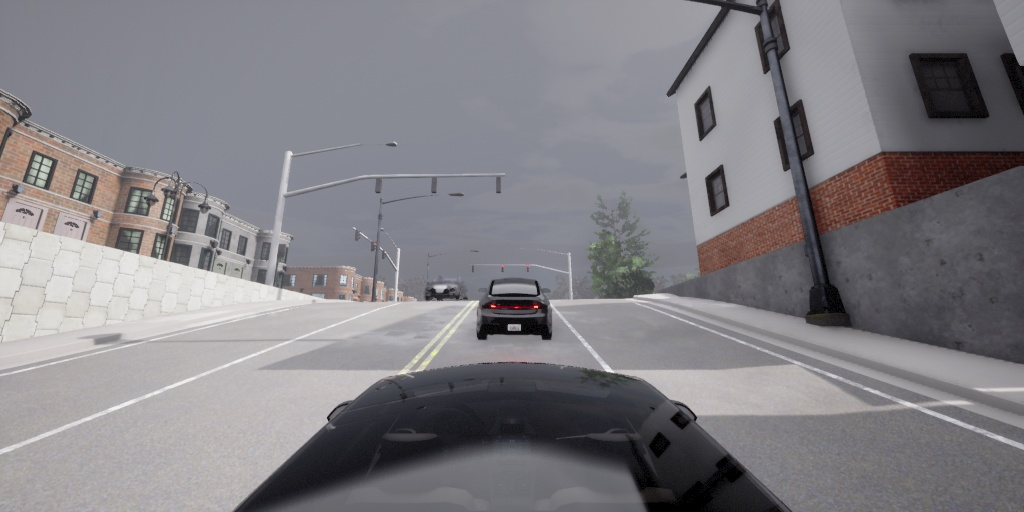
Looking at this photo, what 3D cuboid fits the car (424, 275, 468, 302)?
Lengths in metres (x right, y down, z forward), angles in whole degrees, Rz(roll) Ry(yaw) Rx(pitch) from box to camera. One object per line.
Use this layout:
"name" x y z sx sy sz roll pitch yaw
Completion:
"car" -3.636 1.840 20.461 2.128 1.511 4.902 -1 -8 0

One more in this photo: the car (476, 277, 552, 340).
"car" 0.066 1.352 10.343 1.837 1.490 4.892 0 0 0
